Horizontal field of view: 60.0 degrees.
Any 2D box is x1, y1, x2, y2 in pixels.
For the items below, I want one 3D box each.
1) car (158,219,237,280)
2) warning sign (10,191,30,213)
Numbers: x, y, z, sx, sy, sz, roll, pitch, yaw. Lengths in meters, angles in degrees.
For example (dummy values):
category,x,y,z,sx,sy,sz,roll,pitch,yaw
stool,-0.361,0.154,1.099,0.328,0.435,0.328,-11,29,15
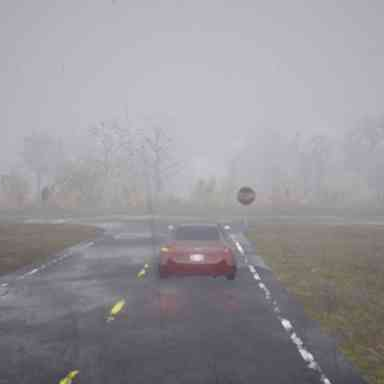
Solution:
category,x,y,z,sx,sy,sz,roll,pitch,yaw
car,0.194,1.475,9.738,1.994,1.385,4.181,0,1,2
warning sign,-15.273,0.879,29.610,1.060,1.860,1.300,0,0,2
